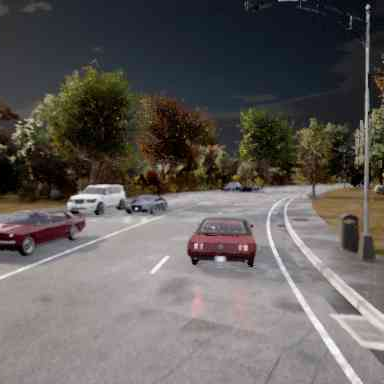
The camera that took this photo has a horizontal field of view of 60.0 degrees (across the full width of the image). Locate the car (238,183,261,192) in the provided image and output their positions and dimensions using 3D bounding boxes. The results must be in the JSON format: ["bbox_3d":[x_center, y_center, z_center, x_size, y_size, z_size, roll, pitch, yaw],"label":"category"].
[{"bbox_3d":[10.053,-0.599,56.213,1.895,1.301,4.718,1,3,31],"label":"car"}]

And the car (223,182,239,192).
[{"bbox_3d":[7.084,-0.881,58.063,2.097,1.767,4.553,1,3,31],"label":"car"}]

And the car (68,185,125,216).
[{"bbox_3d":[-6.837,0.502,24.646,2.150,2.045,5.566,1,2,14],"label":"car"}]

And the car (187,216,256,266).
[{"bbox_3d":[1.101,1.443,11.083,1.895,1.301,4.718,1,2,9],"label":"car"}]

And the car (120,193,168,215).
[{"bbox_3d":[-3.247,0.853,24.483,1.994,1.385,4.181,1,3,15],"label":"car"}]

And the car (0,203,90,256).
[{"bbox_3d":[-5.829,1.336,12.255,1.895,1.301,4.718,1,2,9],"label":"car"}]
